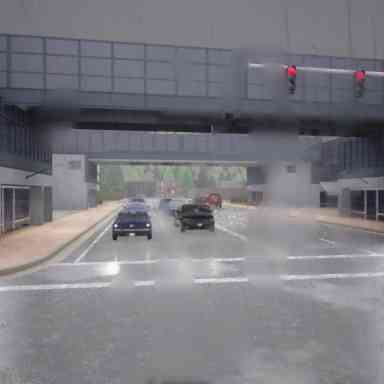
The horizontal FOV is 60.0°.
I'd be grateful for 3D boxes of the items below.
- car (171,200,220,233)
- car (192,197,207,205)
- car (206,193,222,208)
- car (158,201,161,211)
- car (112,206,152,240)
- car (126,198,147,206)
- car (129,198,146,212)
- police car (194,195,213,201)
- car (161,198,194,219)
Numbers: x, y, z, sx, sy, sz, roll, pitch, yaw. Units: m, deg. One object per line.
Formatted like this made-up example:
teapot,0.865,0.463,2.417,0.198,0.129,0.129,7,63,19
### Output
car,0.044,1.478,20.174,1.882,1.535,5.008,0,0,-9
car,1.300,1.564,58.951,1.994,1.385,4.181,0,0,-9
car,2.939,1.221,48.519,2.150,2.045,5.566,0,0,-6
car,-2.944,1.506,39.815,1.837,1.490,4.892,0,0,-9
car,-3.034,1.601,17.159,1.895,1.301,4.718,0,0,-9
car,-4.454,1.478,26.447,1.882,1.535,5.008,0,0,-9
car,-6.438,1.478,39.522,1.882,1.535,5.008,0,0,-9
police car,0.698,1.509,39.739,2.038,1.542,4.974,0,0,-9
car,-1.375,1.478,29.470,1.882,1.535,5.008,0,0,-9
